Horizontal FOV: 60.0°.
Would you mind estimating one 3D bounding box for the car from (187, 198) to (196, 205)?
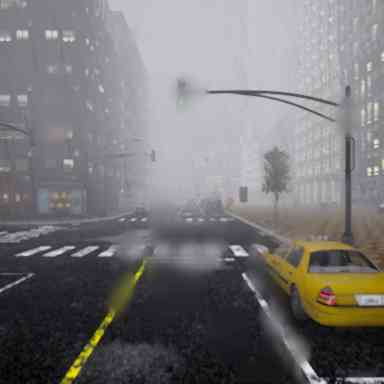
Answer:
[{"bbox_3d":[-0.201,2.200,78.661,2.097,1.767,4.553,0,-1,0],"label":"car"}]

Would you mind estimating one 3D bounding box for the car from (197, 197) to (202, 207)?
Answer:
[{"bbox_3d":[2.528,1.963,61.611,2.192,1.841,5.009,0,-1,0],"label":"car"}]

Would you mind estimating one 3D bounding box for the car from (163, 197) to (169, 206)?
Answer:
[{"bbox_3d":[-5.851,2.193,61.587,1.887,1.381,4.507,0,-1,0],"label":"car"}]

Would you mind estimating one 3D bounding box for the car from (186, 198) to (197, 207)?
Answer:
[{"bbox_3d":[-0.073,2.233,68.584,1.837,1.490,4.892,0,-1,0],"label":"car"}]

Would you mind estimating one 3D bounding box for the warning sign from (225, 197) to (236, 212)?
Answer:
[{"bbox_3d":[4.963,1.553,42.772,1.300,1.860,1.060,0,0,0],"label":"warning sign"}]

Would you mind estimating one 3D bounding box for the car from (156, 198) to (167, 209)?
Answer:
[{"bbox_3d":[-5.837,2.136,56.061,2.008,1.369,4.403,0,-1,0],"label":"car"}]

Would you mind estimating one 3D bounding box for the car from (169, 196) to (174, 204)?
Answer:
[{"bbox_3d":[-5.895,2.280,78.168,1.967,1.590,4.097,0,-1,0],"label":"car"}]

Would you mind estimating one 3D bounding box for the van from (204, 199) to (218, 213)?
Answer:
[{"bbox_3d":[2.571,1.804,45.032,1.690,1.788,3.998,0,-1,0],"label":"van"}]

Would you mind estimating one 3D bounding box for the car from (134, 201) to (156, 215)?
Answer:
[{"bbox_3d":[-5.794,1.954,39.483,2.008,1.369,4.403,0,-1,0],"label":"car"}]

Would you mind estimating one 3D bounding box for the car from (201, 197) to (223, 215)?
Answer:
[{"bbox_3d":[2.585,1.718,39.507,2.192,1.841,5.009,0,-1,0],"label":"car"}]

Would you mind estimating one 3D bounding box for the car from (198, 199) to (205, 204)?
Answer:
[{"bbox_3d":[2.457,2.497,89.411,1.752,1.417,4.829,0,-1,0],"label":"car"}]

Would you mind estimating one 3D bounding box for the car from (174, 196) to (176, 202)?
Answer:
[{"bbox_3d":[-5.922,2.493,89.049,1.752,1.417,4.829,0,-1,0],"label":"car"}]

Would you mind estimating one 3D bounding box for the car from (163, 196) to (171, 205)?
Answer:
[{"bbox_3d":[-5.866,2.152,67.115,1.967,1.590,4.097,0,-1,0],"label":"car"}]

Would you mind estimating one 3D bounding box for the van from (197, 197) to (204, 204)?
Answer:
[{"bbox_3d":[2.442,2.377,94.768,1.690,1.788,3.998,0,-1,0],"label":"van"}]

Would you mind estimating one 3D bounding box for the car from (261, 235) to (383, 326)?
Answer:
[{"bbox_3d":[2.670,1.598,7.264,1.752,1.417,4.829,0,-1,0],"label":"car"}]

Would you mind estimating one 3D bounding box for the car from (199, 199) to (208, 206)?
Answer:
[{"bbox_3d":[2.500,2.320,72.662,1.887,1.381,4.507,0,-1,0],"label":"car"}]

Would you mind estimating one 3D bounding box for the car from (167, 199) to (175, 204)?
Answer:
[{"bbox_3d":[-5.937,2.581,94.744,1.887,1.381,4.507,0,-1,0],"label":"car"}]
